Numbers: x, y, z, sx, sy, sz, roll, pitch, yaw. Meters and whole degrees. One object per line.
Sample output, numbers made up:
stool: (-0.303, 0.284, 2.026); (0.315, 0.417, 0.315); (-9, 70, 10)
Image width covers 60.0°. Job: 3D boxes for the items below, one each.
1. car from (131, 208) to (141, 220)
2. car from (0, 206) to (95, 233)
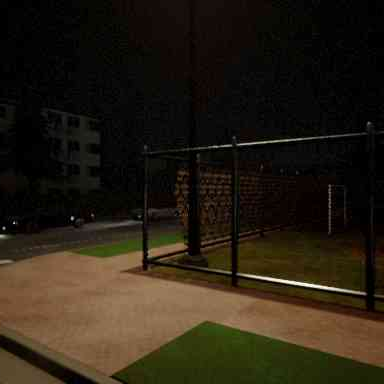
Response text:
car: (-2.842, 1.586, 27.669); (1.895, 1.301, 4.718); (0, 0, 35)
car: (-8.374, 1.533, 19.787); (2.033, 1.411, 5.357); (0, 0, 35)
